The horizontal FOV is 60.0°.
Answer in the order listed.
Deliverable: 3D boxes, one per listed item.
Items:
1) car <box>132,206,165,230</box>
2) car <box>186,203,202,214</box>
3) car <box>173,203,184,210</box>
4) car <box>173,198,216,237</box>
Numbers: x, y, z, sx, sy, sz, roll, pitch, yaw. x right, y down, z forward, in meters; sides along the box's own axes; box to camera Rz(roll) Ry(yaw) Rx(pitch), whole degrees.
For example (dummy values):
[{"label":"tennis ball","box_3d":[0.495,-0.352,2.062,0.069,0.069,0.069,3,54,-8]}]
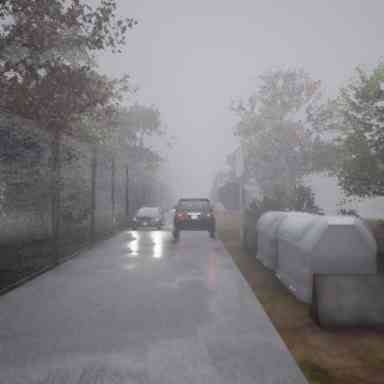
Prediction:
[{"label":"car","box_3d":[-2.820,1.669,22.374,1.812,1.442,4.674,0,-1,0]},{"label":"car","box_3d":[0.212,2.079,42.175,1.895,1.301,4.718,0,-1,0]},{"label":"car","box_3d":[-2.506,2.653,63.321,1.895,1.301,4.718,0,-2,1]},{"label":"car","box_3d":[0.122,1.324,18.729,2.150,2.045,5.566,0,-1,0]}]
